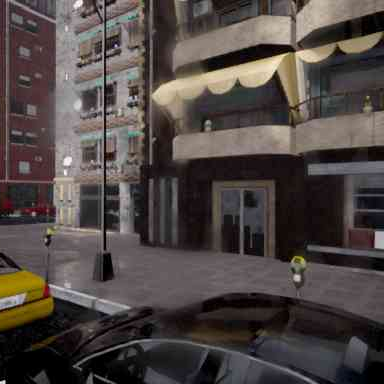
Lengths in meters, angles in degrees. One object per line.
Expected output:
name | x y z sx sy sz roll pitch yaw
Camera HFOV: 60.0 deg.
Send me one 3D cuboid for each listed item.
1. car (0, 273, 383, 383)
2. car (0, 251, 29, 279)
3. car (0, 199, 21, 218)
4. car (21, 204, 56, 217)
car | 0.260 1.566 2.685 4.313 1.339 1.947 0 0 35
car | -4.471 1.526 6.043 4.829 1.417 1.752 0 0 35
car | -19.437 1.598 31.295 2.192 1.841 5.009 -1 -2 35
car | -16.155 1.931 35.944 1.887 1.381 4.507 -1 -2 35
